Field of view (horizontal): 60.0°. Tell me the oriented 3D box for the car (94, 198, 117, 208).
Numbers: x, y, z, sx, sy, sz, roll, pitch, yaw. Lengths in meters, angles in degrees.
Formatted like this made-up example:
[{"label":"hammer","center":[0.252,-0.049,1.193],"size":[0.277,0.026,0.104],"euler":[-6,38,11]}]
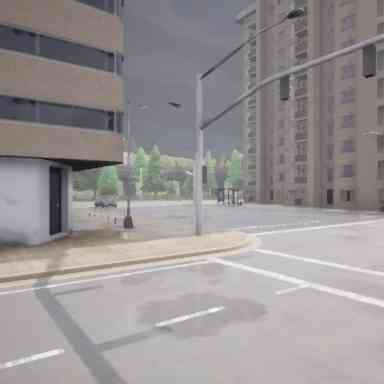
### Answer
[{"label":"car","center":[-12.144,1.605,46.720],"size":[1.994,1.385,4.181],"euler":[0,0,-36]}]
